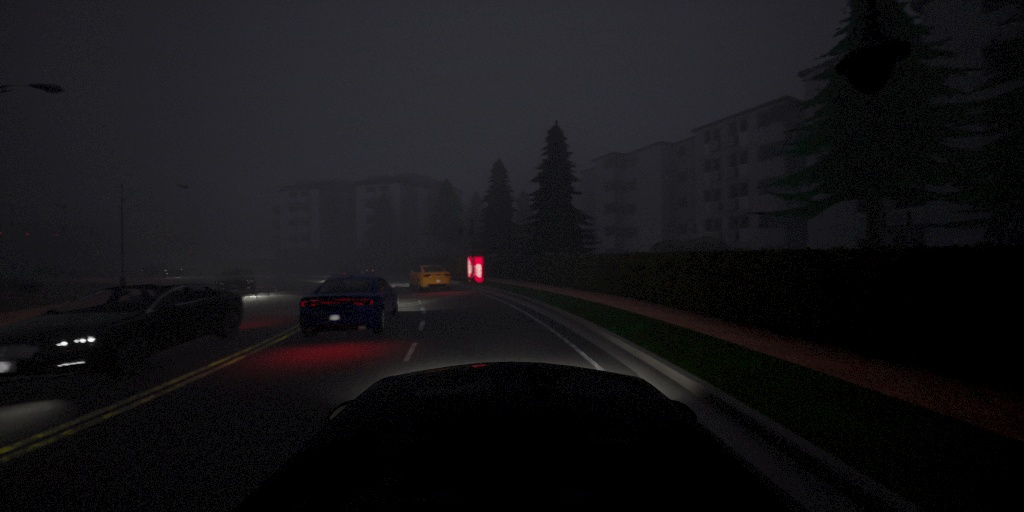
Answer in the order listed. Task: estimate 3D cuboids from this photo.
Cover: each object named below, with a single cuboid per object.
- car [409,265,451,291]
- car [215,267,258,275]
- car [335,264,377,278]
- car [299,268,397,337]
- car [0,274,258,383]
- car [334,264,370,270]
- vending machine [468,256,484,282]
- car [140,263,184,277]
[{"bbox_3d":[-5.370,1.317,23.168,1.882,1.535,5.008,0,0,-26],"label":"car"},{"bbox_3d":[-17.106,1.451,22.356,1.882,1.535,5.008,0,0,-35],"label":"car"},{"bbox_3d":[-16.548,1.535,37.945,5.357,1.411,2.033,-1,0,42],"label":"car"},{"bbox_3d":[-4.634,1.293,10.799,1.882,1.535,5.008,0,0,-11],"label":"car"},{"bbox_3d":[-7.753,1.338,7.556,2.128,1.511,4.902,-1,0,-10],"label":"car"},{"bbox_3d":[-13.506,1.506,29.466,1.994,1.385,4.181,-1,0,-37],"label":"car"},{"bbox_3d":[-2.683,1.009,26.792,1.100,2.100,0.880,0,0,-29],"label":"vending machine"},{"bbox_3d":[-41.808,1.635,42.837,4.553,1.767,2.097,-1,0,14],"label":"car"}]
